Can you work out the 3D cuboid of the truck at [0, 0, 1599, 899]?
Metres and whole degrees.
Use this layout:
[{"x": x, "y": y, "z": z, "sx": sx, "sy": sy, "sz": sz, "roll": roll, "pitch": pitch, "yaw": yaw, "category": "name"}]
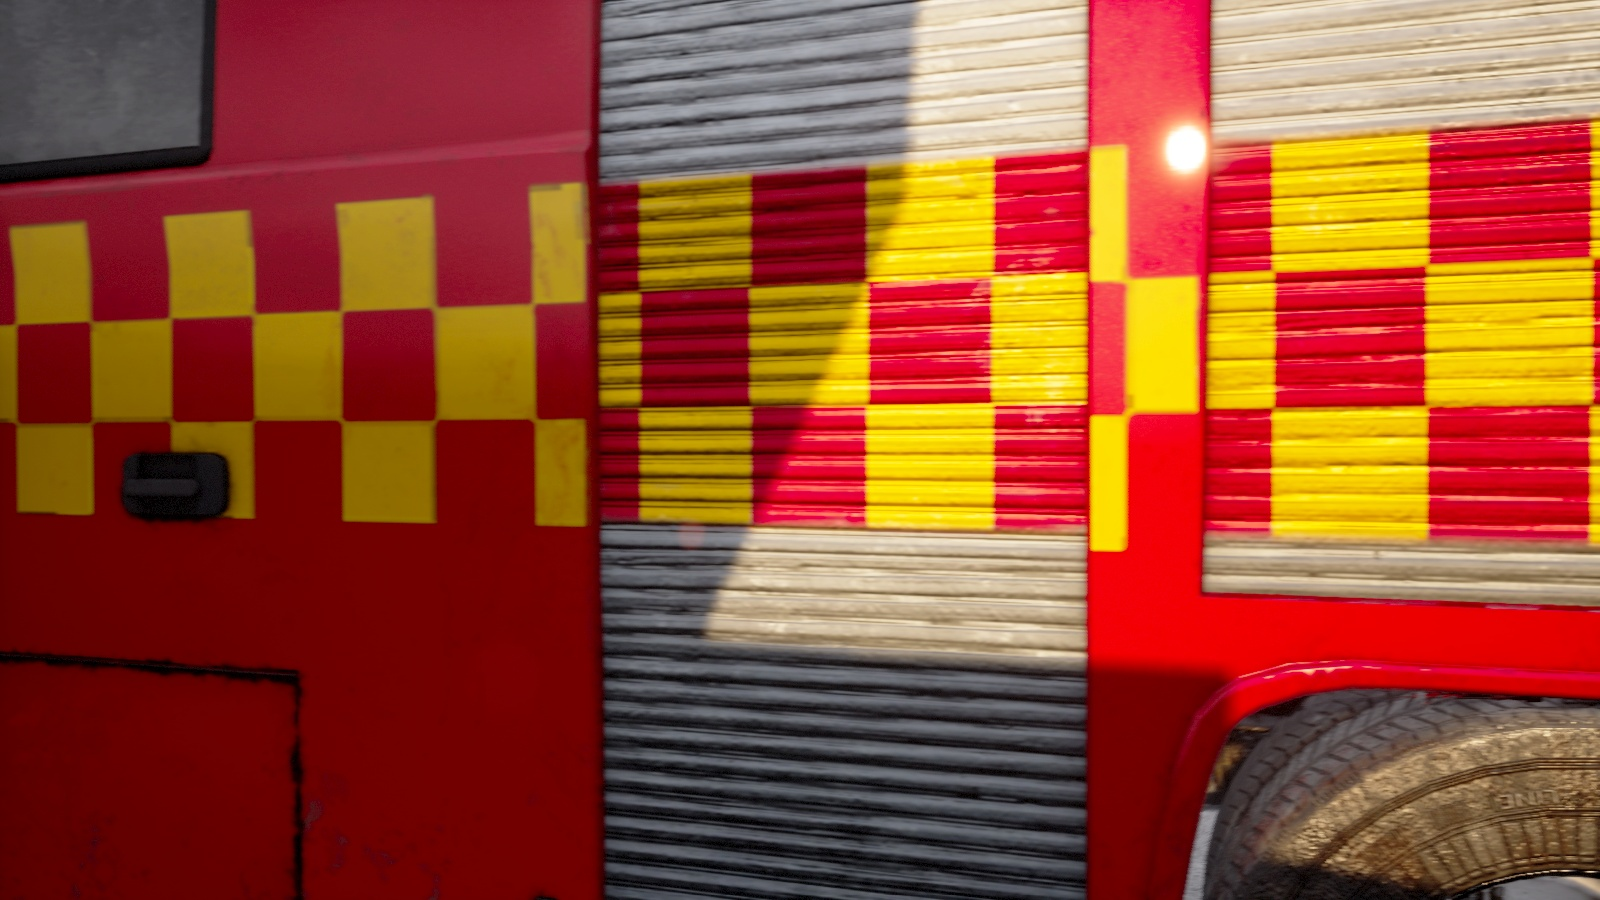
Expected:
[{"x": -1.058, "y": -0.407, "z": 4.059, "sx": 8.468, "sy": 3.827, "sz": 2.891, "roll": 1, "pitch": 1, "yaw": 19, "category": "truck"}]
